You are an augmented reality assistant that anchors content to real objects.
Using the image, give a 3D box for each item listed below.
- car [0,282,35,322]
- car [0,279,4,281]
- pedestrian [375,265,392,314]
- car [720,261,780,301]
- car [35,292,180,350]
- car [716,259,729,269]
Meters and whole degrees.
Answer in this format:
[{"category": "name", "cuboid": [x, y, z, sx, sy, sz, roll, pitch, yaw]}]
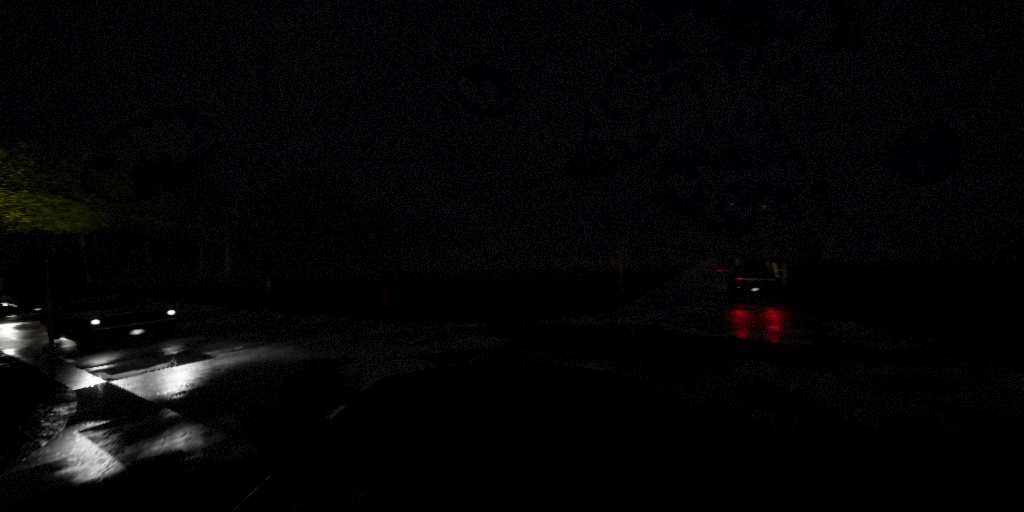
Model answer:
[{"category": "car", "cuboid": [-21.831, 1.980, 16.073, 4.674, 1.442, 1.812, -2, 1, 29]}, {"category": "car", "cuboid": [-32.624, 2.291, 22.038, 5.008, 1.535, 1.882, -2, 0, 29]}, {"category": "pedestrian", "cuboid": [-4.742, 1.217, 13.392, 0.375, 1.860, 0.375, -2, 1, 29]}, {"category": "car", "cuboid": [11.215, 1.174, 16.891, 2.128, 1.511, 4.902, -2, -1, 30]}, {"category": "car", "cuboid": [-11.924, 1.762, 10.616, 4.718, 1.301, 1.895, -2, 1, 29]}, {"category": "car", "cuboid": [31.043, 1.168, 52.685, 2.128, 1.511, 4.902, -2, -1, 29]}]
